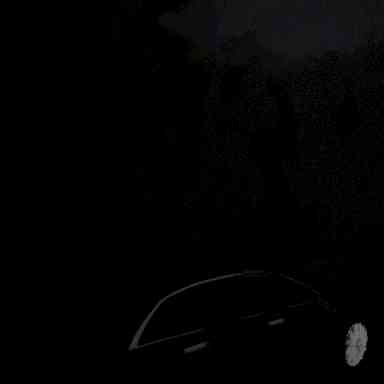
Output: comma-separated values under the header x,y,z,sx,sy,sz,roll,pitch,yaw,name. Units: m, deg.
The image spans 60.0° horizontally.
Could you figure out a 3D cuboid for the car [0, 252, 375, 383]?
x,y,z,sx,sy,sz,roll,pitch,yaw,name
0.286,1.495,3.950,4.892,1.490,1.837,0,0,-36,car
